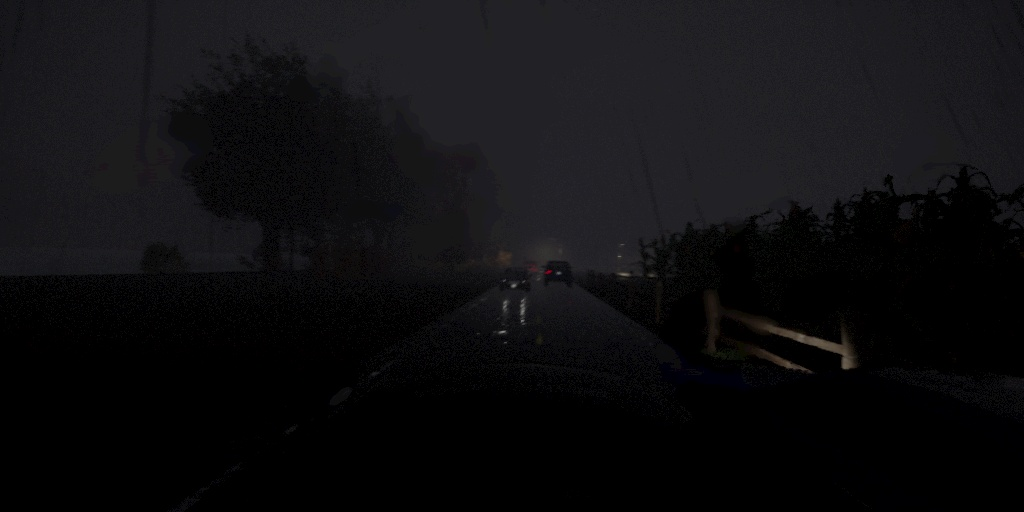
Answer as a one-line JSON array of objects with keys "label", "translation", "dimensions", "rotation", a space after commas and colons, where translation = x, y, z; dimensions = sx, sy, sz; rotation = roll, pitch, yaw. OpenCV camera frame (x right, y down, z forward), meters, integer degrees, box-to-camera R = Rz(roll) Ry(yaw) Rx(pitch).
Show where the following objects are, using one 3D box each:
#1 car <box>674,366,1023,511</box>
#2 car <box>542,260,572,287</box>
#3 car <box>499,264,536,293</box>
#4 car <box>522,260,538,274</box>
[{"label": "car", "translation": [2.505, 1.350, 1.920], "dimensions": [1.812, 1.442, 4.674], "rotation": [2, -1, 4]}, {"label": "car", "translation": [3.682, 1.391, 29.309], "dimensions": [2.150, 2.045, 5.566], "rotation": [2, -1, 5]}, {"label": "car", "translation": [0.287, 1.493, 23.158], "dimensions": [2.128, 1.511, 4.902], "rotation": [2, -1, 4]}, {"label": "car", "translation": [2.763, 1.653, 54.508], "dimensions": [2.150, 2.045, 5.566], "rotation": [2, -1, 4]}]
